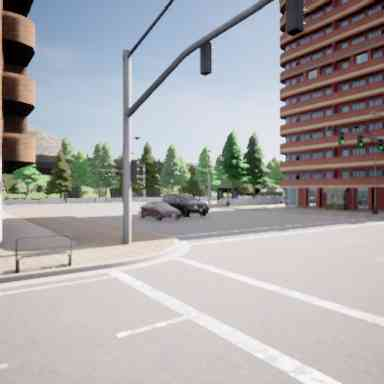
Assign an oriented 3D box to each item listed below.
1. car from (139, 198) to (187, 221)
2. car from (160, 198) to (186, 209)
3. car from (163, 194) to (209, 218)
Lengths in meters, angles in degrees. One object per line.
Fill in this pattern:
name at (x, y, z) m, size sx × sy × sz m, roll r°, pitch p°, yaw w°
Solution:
car at (-2.677, 1.508, 26.989) m, size 1.812 × 1.442 × 4.674 m, roll 0°, pitch 0°, yaw -35°
car at (-2.661, 1.557, 45.639) m, size 1.994 × 1.385 × 4.181 m, roll 0°, pitch 0°, yaw -29°
car at (-0.798, 1.200, 30.420) m, size 2.150 × 2.045 × 5.566 m, roll 0°, pitch 0°, yaw -35°
